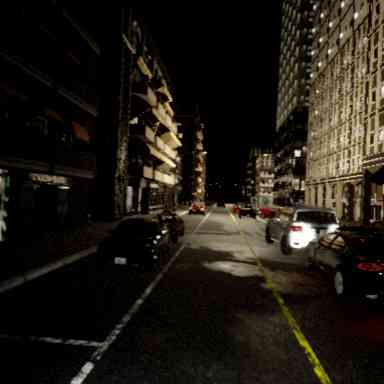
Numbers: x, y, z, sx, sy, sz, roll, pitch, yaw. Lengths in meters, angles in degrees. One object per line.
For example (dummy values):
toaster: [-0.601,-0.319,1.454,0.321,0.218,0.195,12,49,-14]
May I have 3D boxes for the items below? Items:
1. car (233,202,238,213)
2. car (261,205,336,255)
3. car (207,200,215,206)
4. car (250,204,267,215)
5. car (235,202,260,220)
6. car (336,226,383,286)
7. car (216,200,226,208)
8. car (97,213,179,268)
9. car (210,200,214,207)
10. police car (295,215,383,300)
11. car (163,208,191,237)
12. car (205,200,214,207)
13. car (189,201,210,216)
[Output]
car: [7.391,2.345,50.921,2.097,1.767,4.553,3,-1,5]
car: [4.896,1.649,15.302,2.150,2.045,5.566,3,-1,1]
car: [5.286,3.003,92.019,1.802,1.307,4.206,3,-1,5]
car: [10.021,2.665,50.274,2.008,1.369,4.403,3,-1,5]
car: [6.267,2.280,37.945,1.837,1.490,4.892,3,0,6]
car: [6.511,2.018,10.896,1.947,1.339,4.313,3,-1,5]
car: [6.445,2.595,74.045,2.097,1.767,4.553,3,-1,5]
car: [-1.827,1.617,11.645,1.947,1.339,4.313,3,-1,5]
car: [3.689,2.652,73.526,2.008,1.369,4.403,3,-1,5]
police car: [4.589,1.765,9.388,1.930,1.638,5.238,3,-1,5]
car: [-1.338,1.667,17.103,1.752,1.417,4.829,3,-1,5]
car: [4.191,2.750,79.151,2.008,1.369,4.403,3,-1,5]
car: [0.687,1.963,39.774,1.967,1.590,4.097,3,-1,5]
